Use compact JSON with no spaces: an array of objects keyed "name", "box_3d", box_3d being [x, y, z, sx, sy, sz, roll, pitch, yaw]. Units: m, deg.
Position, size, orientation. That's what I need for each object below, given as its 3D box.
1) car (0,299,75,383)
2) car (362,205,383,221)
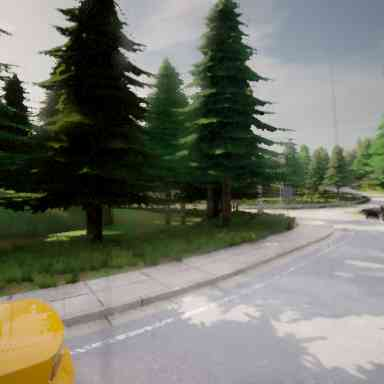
[{"name":"car","box_3d":[-3.303,1.526,1.868,5.008,1.535,1.882,0,0,-35]},{"name":"car","box_3d":[16.645,1.775,28.876,1.895,1.301,4.718,0,-1,2]}]
